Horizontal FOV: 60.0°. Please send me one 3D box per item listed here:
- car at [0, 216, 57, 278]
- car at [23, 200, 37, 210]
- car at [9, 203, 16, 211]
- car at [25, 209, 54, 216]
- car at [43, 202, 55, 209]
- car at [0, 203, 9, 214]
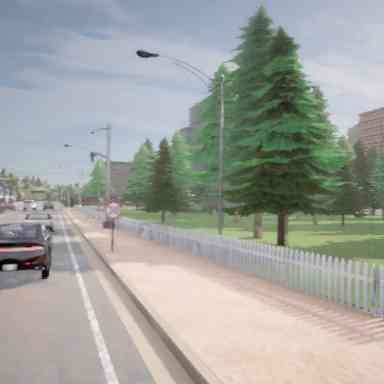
[{"bbox_3d":[-5.447,1.724,10.553,2.128,1.511,4.902,2,-2,-22],"label":"car"},{"bbox_3d":[-32.598,2.652,66.871,2.150,2.045,5.566,2,-2,-22],"label":"car"},{"bbox_3d":[-35.377,2.876,64.412,1.994,1.385,4.181,2,-2,-22],"label":"car"},{"bbox_3d":[-10.842,2.131,23.576,1.895,1.301,4.718,2,-2,-22],"label":"car"},{"bbox_3d":[-29.343,2.873,68.147,2.097,1.767,4.553,2,-2,-22],"label":"car"},{"bbox_3d":[-29.625,2.508,50.371,2.128,1.511,4.902,2,-2,-22],"label":"car"}]
